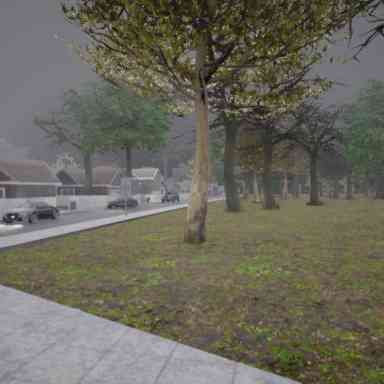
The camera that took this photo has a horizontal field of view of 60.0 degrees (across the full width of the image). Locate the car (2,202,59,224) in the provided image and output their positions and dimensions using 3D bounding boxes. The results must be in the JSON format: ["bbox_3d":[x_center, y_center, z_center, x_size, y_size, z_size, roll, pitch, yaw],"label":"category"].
[{"bbox_3d":[-11.309,1.426,23.630,1.994,1.385,4.181,-1,0,11],"label":"car"}]

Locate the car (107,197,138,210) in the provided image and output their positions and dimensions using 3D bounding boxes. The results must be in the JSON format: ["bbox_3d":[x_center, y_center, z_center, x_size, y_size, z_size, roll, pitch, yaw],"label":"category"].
[{"bbox_3d":[-7.994,1.294,38.838,2.033,1.411,5.357,-1,0,12],"label":"car"}]

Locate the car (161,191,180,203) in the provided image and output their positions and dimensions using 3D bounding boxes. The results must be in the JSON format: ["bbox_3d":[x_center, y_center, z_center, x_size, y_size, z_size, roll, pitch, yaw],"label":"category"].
[{"bbox_3d":[-3.696,0.910,58.212,2.150,2.045,5.566,-1,0,12],"label":"car"}]
